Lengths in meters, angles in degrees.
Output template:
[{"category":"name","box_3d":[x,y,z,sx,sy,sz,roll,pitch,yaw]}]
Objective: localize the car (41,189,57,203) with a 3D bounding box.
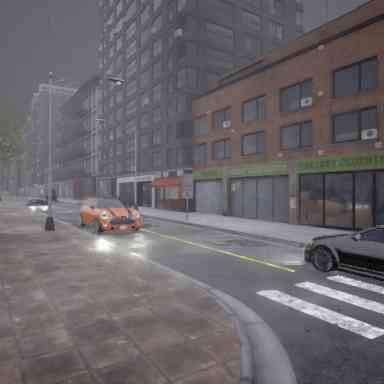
[{"category":"car","box_3d":[-22.048,0.566,50.733,2.150,2.045,5.566,0,-1,-31]}]

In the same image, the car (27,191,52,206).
[{"category":"car","box_3d":[-18.340,0.947,39.527,1.994,1.385,4.181,0,0,-32]}]

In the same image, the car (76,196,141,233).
[{"category":"car","box_3d":[-4.402,1.053,17.456,2.097,1.767,4.553,0,1,-32]}]

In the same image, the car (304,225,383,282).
[{"category":"car","box_3d":[4.943,1.489,8.247,1.994,1.385,4.181,0,1,-32]}]

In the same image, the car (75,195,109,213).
[{"category":"car","box_3d":[-9.256,1.052,30.597,1.812,1.442,4.674,0,1,-32]}]
